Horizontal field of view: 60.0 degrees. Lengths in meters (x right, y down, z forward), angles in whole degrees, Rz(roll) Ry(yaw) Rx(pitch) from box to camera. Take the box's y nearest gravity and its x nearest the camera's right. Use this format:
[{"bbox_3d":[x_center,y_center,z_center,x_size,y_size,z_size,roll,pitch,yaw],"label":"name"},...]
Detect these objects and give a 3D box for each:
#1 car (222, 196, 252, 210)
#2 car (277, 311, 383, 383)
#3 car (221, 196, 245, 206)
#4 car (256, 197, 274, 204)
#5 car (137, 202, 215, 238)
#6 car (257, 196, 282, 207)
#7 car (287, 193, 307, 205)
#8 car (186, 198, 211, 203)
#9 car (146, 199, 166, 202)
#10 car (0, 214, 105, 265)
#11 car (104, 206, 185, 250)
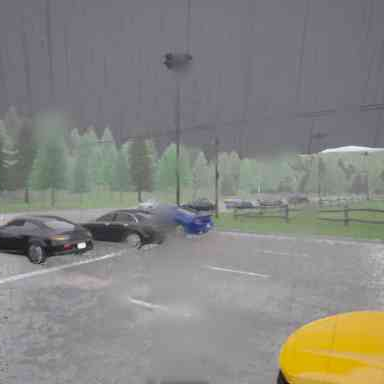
[{"bbox_3d":[6.197,1.555,43.412,1.812,1.442,4.674,0,0,36],"label":"car"},{"bbox_3d":[2.980,1.475,1.869,5.008,1.535,1.882,0,0,36],"label":"car"},{"bbox_3d":[6.969,1.516,56.289,1.882,1.535,5.008,0,0,36],"label":"car"},{"bbox_3d":[14.681,1.639,66.714,1.895,1.301,4.718,0,0,36],"label":"car"},{"bbox_3d":[-1.324,1.493,17.504,5.008,1.535,1.882,0,0,31],"label":"car"},{"bbox_3d":[12.159,1.381,51.546,2.097,1.767,4.553,0,0,36],"label":"car"},{"bbox_3d":[19.369,1.248,61.306,2.150,2.045,5.566,0,0,36],"label":"car"},{"bbox_3d":[0.854,1.630,36.044,1.895,1.301,4.718,0,0,35],"label":"car"},{"bbox_3d":[-4.653,1.565,40.377,1.812,1.442,4.674,0,0,35],"label":"car"},{"bbox_3d":[-5.564,1.541,11.643,4.674,1.442,1.812,0,0,27],"label":"car"},{"bbox_3d":[-3.003,1.521,14.338,4.892,1.490,1.837,0,0,29],"label":"car"}]
